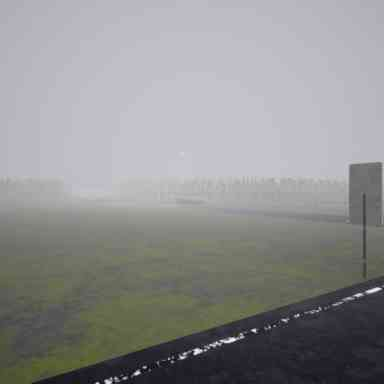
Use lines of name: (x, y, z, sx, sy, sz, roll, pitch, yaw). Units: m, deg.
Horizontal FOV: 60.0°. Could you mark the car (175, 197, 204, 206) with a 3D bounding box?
car: (-0.431, 1.302, 46.669, 1.895, 1.301, 4.718, 0, 1, -35)
